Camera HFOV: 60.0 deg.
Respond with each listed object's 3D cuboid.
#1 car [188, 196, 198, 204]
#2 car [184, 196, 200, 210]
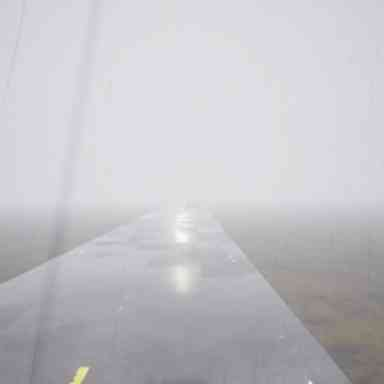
[{"bbox_3d":[0.106,1.473,62.381,1.812,1.442,4.674,0,0,0],"label":"car"},{"bbox_3d":[0.105,1.491,43.330,1.812,1.442,4.674,0,0,0],"label":"car"}]
